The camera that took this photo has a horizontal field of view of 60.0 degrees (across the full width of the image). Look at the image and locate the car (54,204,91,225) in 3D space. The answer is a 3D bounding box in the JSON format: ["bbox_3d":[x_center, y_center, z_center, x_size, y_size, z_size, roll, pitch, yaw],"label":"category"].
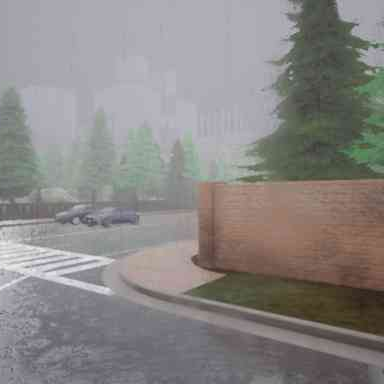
[{"bbox_3d":[-8.448,1.734,26.315,1.837,1.490,4.892,-1,0,35],"label":"car"}]

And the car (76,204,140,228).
[{"bbox_3d":[-5.769,1.757,24.040,1.994,1.385,4.181,-1,0,35],"label":"car"}]
